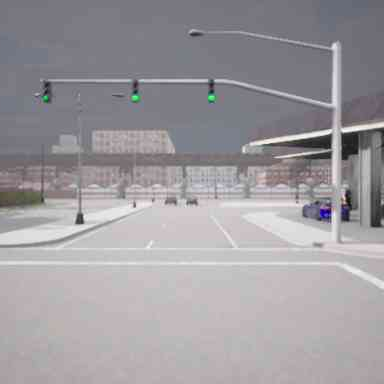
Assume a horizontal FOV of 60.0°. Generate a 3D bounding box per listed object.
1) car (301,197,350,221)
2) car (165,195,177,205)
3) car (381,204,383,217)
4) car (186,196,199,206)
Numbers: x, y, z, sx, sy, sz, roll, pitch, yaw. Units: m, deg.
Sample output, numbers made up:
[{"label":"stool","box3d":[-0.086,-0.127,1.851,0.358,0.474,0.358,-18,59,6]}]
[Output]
[{"label":"car","box3d":[9.715,1.197,24.488,2.242,1.667,4.611,0,0,0]},{"label":"car","box3d":[-3.389,1.275,54.529,2.128,1.511,4.902,0,0,0]},{"label":"car","box3d":[15.460,1.355,25.250,1.970,1.475,3.806,0,0,0]},{"label":"car","box3d":[0.031,1.346,50.877,2.033,1.411,5.357,0,0,1]}]
